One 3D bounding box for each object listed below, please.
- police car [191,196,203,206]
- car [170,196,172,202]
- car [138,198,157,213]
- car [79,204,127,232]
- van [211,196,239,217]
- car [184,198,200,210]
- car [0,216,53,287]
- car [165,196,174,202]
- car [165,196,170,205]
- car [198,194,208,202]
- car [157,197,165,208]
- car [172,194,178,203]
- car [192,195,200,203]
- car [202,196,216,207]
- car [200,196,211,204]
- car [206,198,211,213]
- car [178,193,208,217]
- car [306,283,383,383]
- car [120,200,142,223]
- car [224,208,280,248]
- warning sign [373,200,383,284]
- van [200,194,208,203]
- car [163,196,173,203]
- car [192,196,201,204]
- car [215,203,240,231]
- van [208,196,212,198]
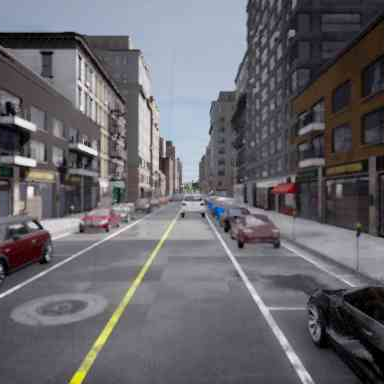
[{"bbox_3d":[0.836,1.494,57.484,1.930,1.638,5.238,0,0,0],"label":"police car"},{"bbox_3d":[-5.376,1.661,64.027,1.802,1.307,4.206,0,0,0],"label":"car"},{"bbox_3d":[-5.381,1.473,36.472,1.967,1.590,4.097,0,0,0],"label":"car"},{"bbox_3d":[-5.384,1.594,19.940,1.802,1.307,4.206,0,0,0],"label":"car"},{"bbox_3d":[2.642,1.359,25.449,1.690,1.788,3.998,0,0,0],"label":"van"},{"bbox_3d":[0.056,1.595,45.262,2.033,1.411,5.357,0,0,1],"label":"car"},{"bbox_3d":[-5.385,1.444,8.918,1.967,1.590,4.097,0,0,0],"label":"car"},{"bbox_3d":[-5.373,1.671,80.560,1.947,1.339,4.313,0,0,0],"label":"car"},{"bbox_3d":[-5.377,1.615,58.515,1.887,1.381,4.507,0,0,0],"label":"car"},{"bbox_3d":[2.652,1.421,80.559,2.192,1.841,5.009,0,0,0],"label":"car"},{"bbox_3d":[-5.379,1.602,47.493,2.008,1.369,4.403,0,0,0],"label":"car"},{"bbox_3d":[-2.736,1.414,71.859,2.097,1.767,4.553,0,0,0],"label":"car"},{"bbox_3d":[0.839,1.550,73.564,1.801,1.575,5.366,0,0,0],"label":"car"},{"bbox_3d":[2.647,1.501,53.003,1.967,1.590,4.097,0,0,0],"label":"car"},{"bbox_3d":[2.649,1.520,64.026,1.967,1.590,4.097,0,0,0],"label":"car"},{"bbox_3d":[2.643,1.575,30.960,2.008,1.369,4.403,0,0,0],"label":"car"},{"bbox_3d":[0.096,1.247,31.253,2.150,2.045,5.566,0,0,0],"label":"car"},{"bbox_3d":[2.639,1.568,3.406,1.947,1.339,4.313,0,0,0],"label":"car"},{"bbox_3d":[-5.383,1.568,25.450,2.008,1.369,4.403,0,0,0],"label":"car"},{"bbox_3d":[2.640,1.589,14.428,1.802,1.307,4.206,0,0,0],"label":"car"},{"bbox_3d":[4.944,1.119,7.373,1.300,1.860,1.060,0,0,0],"label":"warning sign"},{"bbox_3d":[2.651,1.438,75.047,1.690,1.788,3.998,0,0,0],"label":"van"},{"bbox_3d":[-5.374,1.642,75.049,1.887,1.381,4.507,0,0,0],"label":"car"},{"bbox_3d":[0.838,1.541,67.564,1.801,1.575,5.366,0,0,0],"label":"car"},{"bbox_3d":[2.641,1.578,19.939,1.947,1.339,4.313,0,0,0],"label":"car"},{"bbox_3d":[2.644,1.374,36.471,1.690,1.788,3.998,0,0,0],"label":"van"}]
